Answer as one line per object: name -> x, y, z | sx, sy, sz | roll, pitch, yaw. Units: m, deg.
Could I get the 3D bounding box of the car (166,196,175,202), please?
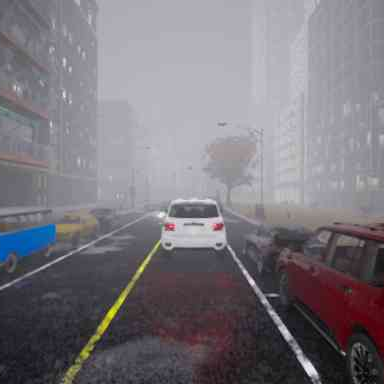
car -> -5.630, 1.873, 86.865 | 2.008, 1.369, 4.403 | 0, 0, 0

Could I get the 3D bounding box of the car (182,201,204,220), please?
car -> 0.094, 1.619, 29.942 | 1.812, 1.442, 4.674 | 0, 0, 0

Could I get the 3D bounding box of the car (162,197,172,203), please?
car -> -5.637, 1.823, 75.799 | 2.008, 1.369, 4.403 | 0, 0, 0

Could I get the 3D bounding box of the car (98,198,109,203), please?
car -> -16.387, 1.532, 56.402 | 4.403, 1.369, 2.008 | 1, -1, -1

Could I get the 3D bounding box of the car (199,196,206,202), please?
car -> 2.750, 1.848, 87.029 | 1.752, 1.417, 4.829 | 0, 0, 0

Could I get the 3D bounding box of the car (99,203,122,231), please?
car -> -5.674, 1.630, 21.320 | 1.947, 1.339, 4.313 | 0, 0, 0

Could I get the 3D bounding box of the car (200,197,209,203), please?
car -> 2.743, 1.816, 75.794 | 1.887, 1.381, 4.507 | 0, 0, 0

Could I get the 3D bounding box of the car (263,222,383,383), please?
car -> 2.696, 1.328, 4.747 | 2.192, 1.841, 5.009 | 0, 0, 0

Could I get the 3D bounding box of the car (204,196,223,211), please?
car -> 2.722, 1.457, 43.407 | 2.192, 1.841, 5.009 | 0, 0, 0

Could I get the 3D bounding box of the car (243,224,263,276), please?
car -> 2.700, 1.595, 10.268 | 1.947, 1.339, 4.313 | 0, 0, 0

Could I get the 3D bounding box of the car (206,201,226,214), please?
car -> 2.718, 1.688, 37.883 | 1.947, 1.339, 4.313 | 0, 0, 0

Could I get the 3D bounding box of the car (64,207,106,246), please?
car -> -5.678, 1.571, 15.628 | 1.752, 1.417, 4.829 | 0, 0, 0

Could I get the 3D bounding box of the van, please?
van -> -5.681, 1.371, 10.275 | 1.690, 1.788, 3.998 | 0, 0, 0

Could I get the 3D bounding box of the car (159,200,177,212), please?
car -> -3.034, 1.739, 42.067 | 1.895, 1.301, 4.718 | 0, 0, 0

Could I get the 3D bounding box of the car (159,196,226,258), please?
car -> 0.073, 1.260, 13.058 | 2.150, 2.045, 5.566 | 0, 0, 0
